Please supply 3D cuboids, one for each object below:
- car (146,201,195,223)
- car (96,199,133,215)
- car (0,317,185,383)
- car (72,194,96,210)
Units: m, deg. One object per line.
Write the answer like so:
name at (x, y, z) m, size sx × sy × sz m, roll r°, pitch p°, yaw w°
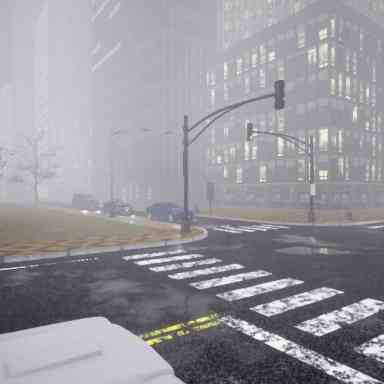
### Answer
car at (-1.755, 1.484, 25.815) m, size 1.882 × 1.535 × 5.008 m, roll 0°, pitch 0°, yaw -36°
car at (-7.733, 1.497, 34.275) m, size 2.128 × 1.511 × 4.902 m, roll 0°, pitch 0°, yaw -35°
car at (-2.245, 1.601, 1.841) m, size 4.718 × 1.301 × 1.895 m, roll 0°, pitch 0°, yaw -36°
car at (-13.821, 1.227, 42.916) m, size 2.150 × 2.045 × 5.566 m, roll 0°, pitch 0°, yaw -35°
